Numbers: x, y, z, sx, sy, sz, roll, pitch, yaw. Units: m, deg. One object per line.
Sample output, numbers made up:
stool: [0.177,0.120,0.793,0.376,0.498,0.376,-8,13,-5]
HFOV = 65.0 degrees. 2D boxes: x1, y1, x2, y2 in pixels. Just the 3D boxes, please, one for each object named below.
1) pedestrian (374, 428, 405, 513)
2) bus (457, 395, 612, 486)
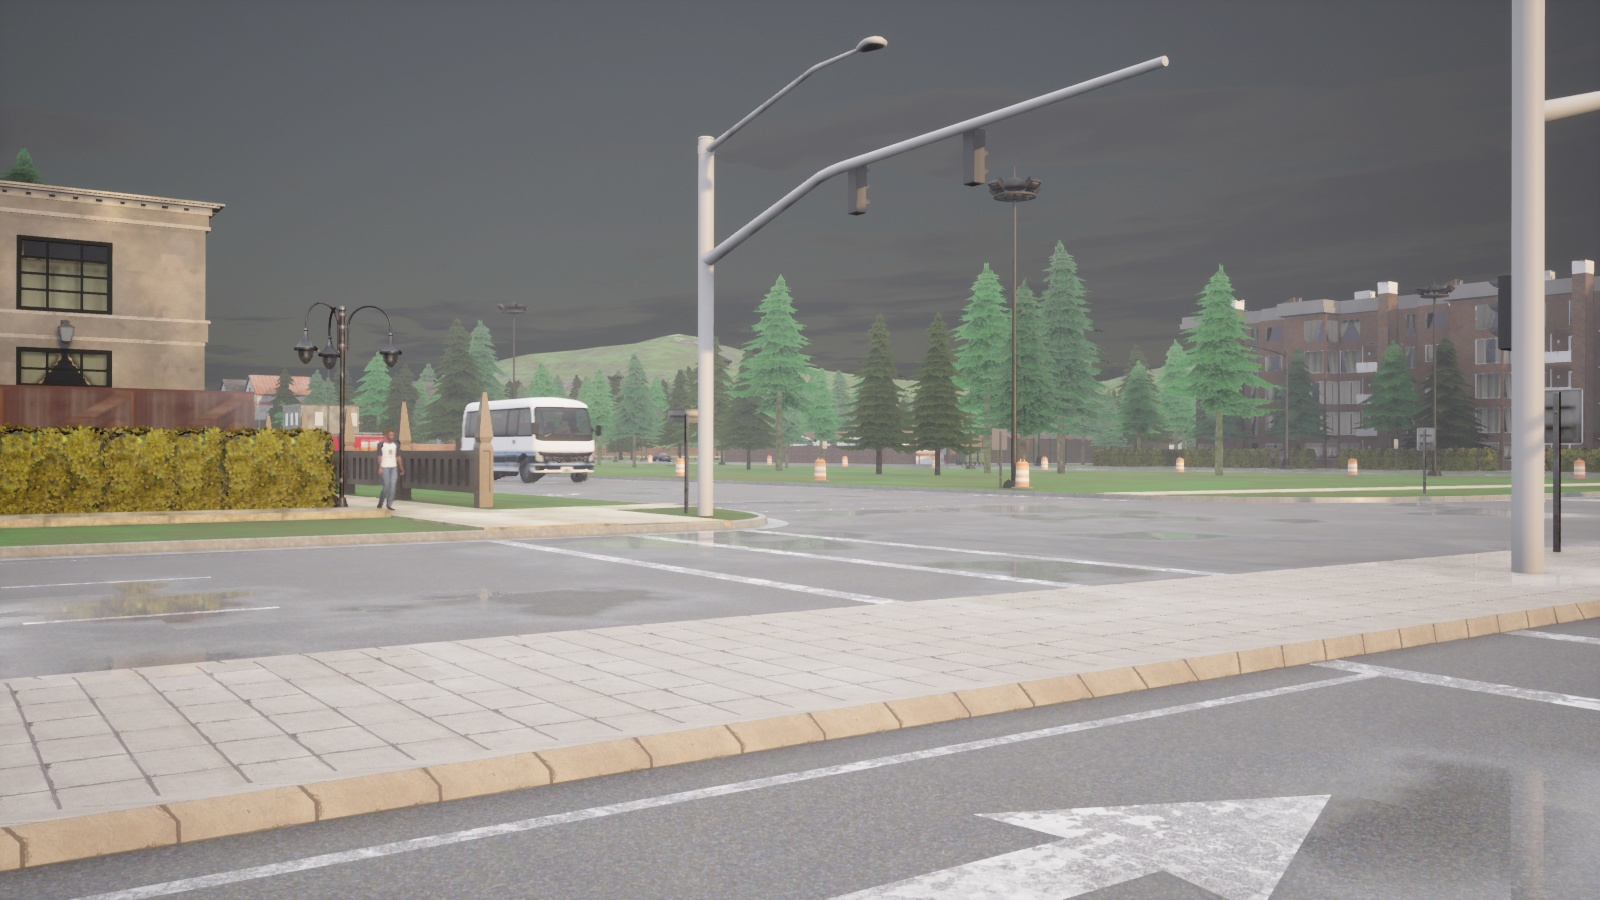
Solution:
pedestrian: [-9.023,0.440,27.616,0.706,1.836,0.354,0,0,45]
bus: [-13.715,-0.446,63.948,3.944,4.253,10.273,0,0,-35]
